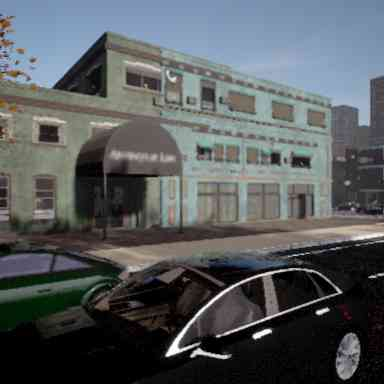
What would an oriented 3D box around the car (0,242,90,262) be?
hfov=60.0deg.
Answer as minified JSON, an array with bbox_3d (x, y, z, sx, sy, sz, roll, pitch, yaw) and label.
[{"bbox_3d":[-3.097,1.573,5.472,4.181,1.385,1.994,1,0,-35],"label":"car"}]

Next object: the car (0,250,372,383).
[{"bbox_3d":[0.190,1.528,3.826,4.892,1.490,1.837,1,-1,-36],"label":"car"}]

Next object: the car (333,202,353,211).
[{"bbox_3d":[24.142,2.266,51.709,2.008,1.369,4.403,-1,0,-36],"label":"car"}]

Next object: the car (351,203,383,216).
[{"bbox_3d":[22.086,2.190,39.976,1.947,1.339,4.313,-1,0,-36],"label":"car"}]
